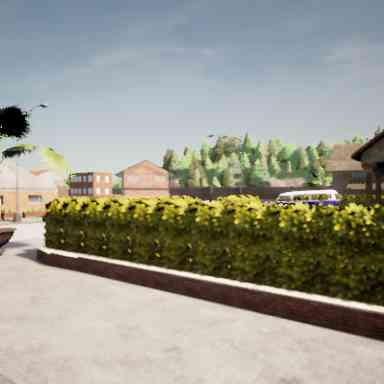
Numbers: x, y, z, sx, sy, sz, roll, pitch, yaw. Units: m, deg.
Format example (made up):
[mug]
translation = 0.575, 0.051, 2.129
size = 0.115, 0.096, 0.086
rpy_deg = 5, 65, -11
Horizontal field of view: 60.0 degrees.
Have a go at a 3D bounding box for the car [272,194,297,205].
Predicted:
[car]
translation = 12.910, 1.445, 47.088
size = 1.882, 1.535, 5.008
rpy_deg = 0, 0, 33

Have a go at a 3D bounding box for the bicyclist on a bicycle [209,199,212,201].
[bicyclist on a bicycle]
translation = 1.466, 1.325, 23.518
size = 1.656, 1.620, 0.582
rpy_deg = 0, 0, 35
